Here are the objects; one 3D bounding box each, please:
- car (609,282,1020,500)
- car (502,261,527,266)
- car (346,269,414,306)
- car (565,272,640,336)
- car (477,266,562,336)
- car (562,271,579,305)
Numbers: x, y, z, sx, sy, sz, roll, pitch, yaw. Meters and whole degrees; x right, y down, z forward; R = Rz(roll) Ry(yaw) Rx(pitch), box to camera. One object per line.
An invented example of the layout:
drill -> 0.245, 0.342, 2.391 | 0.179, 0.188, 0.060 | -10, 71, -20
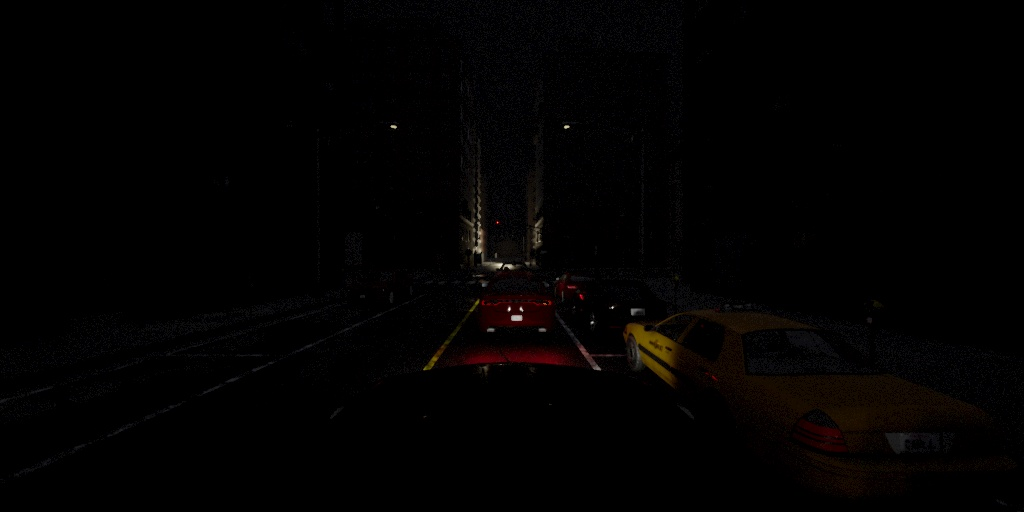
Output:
car -> 2.875, 1.274, 4.826 | 1.751, 1.417, 4.829 | 0, 0, 0
car -> 0.121, 1.096, 20.751 | 2.097, 1.767, 4.553 | 0, 0, 0
car -> -5.654, 1.290, 15.837 | 1.888, 1.381, 4.507 | 0, 0, 0
car -> 2.883, 1.313, 10.242 | 1.948, 1.339, 4.313 | 0, 0, 0
car -> 0.106, 1.225, 10.421 | 1.882, 1.535, 5.008 | 0, 0, 0
car -> 2.891, 1.327, 15.828 | 1.802, 1.307, 4.207 | 0, 0, 0
